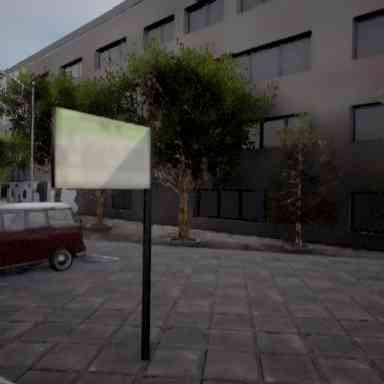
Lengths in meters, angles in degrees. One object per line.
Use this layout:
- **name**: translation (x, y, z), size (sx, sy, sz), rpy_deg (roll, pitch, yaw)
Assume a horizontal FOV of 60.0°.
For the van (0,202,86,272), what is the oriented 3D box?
- **van**: translation (-4.962, 1.312, 8.965), size (1.878, 1.987, 4.442), rpy_deg (-2, -1, 35)
